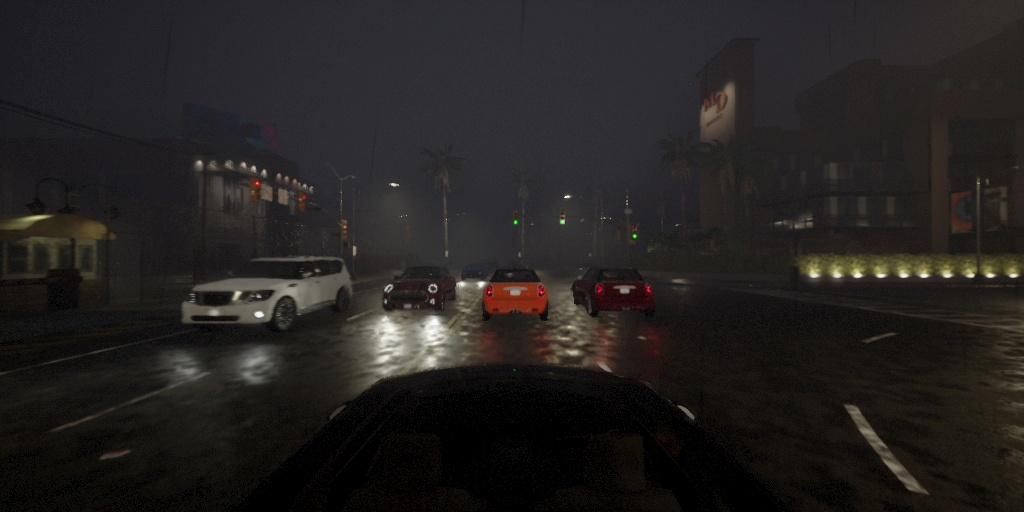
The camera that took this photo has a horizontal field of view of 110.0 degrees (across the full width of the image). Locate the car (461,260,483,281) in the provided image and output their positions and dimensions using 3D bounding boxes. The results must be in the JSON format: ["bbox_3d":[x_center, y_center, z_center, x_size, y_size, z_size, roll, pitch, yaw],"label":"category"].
[{"bbox_3d":[-3.230,1.350,32.265,1.882,1.535,5.008,0,0,4],"label":"car"}]

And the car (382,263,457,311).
[{"bbox_3d":[-3.577,1.154,14.595,2.097,1.767,4.553,0,0,0],"label":"car"}]

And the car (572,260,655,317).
[{"bbox_3d":[3.602,1.149,13.585,2.097,1.767,4.553,0,0,0],"label":"car"}]

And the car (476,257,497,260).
[{"bbox_3d":[-3.626,1.153,47.070,2.150,2.045,5.566,0,0,22],"label":"car"}]

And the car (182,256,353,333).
[{"bbox_3d":[-7.093,1.011,11.306,2.150,2.045,5.566,0,0,0],"label":"car"}]

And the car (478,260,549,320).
[{"bbox_3d":[0.102,1.147,13.062,2.097,1.767,4.553,0,0,0],"label":"car"}]
